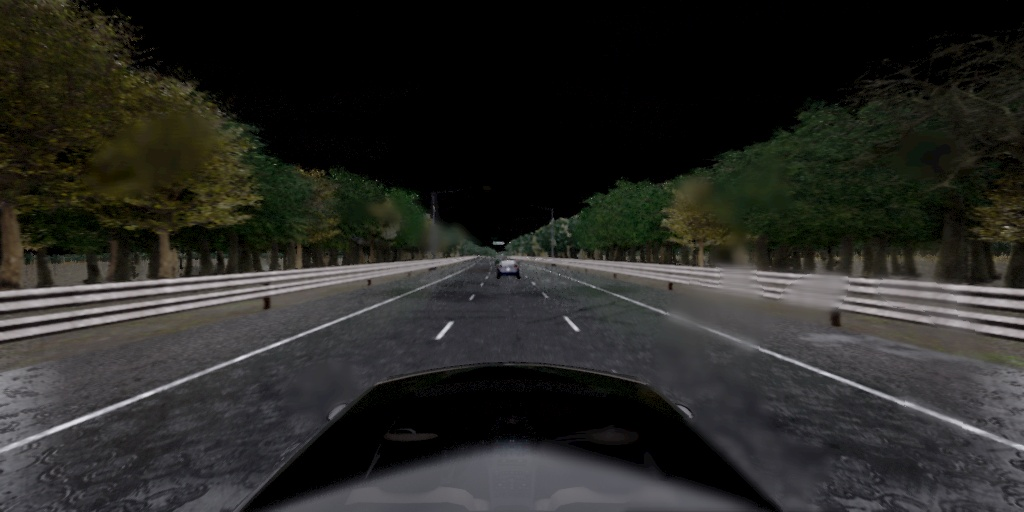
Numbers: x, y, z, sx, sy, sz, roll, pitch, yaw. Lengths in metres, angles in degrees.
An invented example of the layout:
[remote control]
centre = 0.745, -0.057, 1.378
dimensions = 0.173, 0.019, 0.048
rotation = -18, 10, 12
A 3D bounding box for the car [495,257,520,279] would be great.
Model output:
[car]
centre = -0.360, 1.131, 31.384
dimensions = 2.163, 1.488, 4.792
rotation = 0, 0, -2
